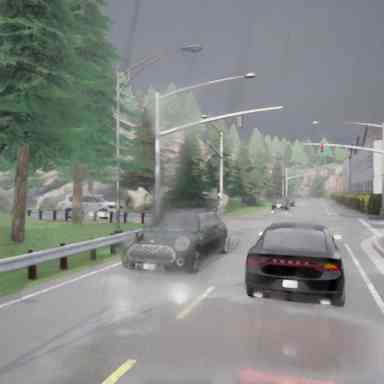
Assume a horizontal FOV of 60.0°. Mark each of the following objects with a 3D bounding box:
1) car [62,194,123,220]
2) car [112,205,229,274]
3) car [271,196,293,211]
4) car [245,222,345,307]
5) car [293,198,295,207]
[{"bbox_3d":[-8.398,1.230,28.406,5.566,2.045,2.150,0,0,20],"label":"car"},{"bbox_3d":[-0.304,1.350,10.741,2.097,1.767,4.553,0,0,21],"label":"car"},{"bbox_3d":[11.087,1.482,41.551,2.128,1.511,4.902,0,0,20],"label":"car"},{"bbox_3d":[2.603,1.476,8.205,1.882,1.535,5.008,0,0,20],"label":"car"},{"bbox_3d":[14.521,1.340,50.721,2.097,1.767,4.553,0,0,21],"label":"car"}]
